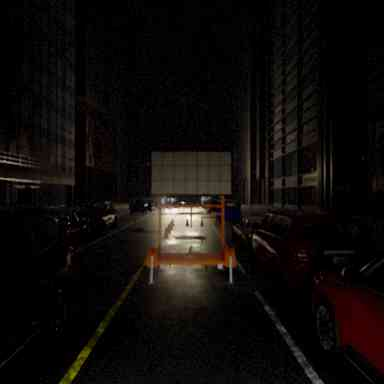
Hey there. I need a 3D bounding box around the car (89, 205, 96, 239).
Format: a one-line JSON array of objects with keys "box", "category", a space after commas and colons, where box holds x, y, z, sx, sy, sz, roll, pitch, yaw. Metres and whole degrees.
[{"box": [-5.788, 1.516, 14.145, 1.967, 1.590, 4.097, 0, 0, 0], "category": "car"}]

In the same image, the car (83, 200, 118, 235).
[{"box": [-5.799, 1.421, 19.755, 2.192, 1.841, 5.009, 0, 0, 0], "category": "car"}]

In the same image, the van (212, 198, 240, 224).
[{"box": [2.716, 1.477, 25.392, 1.690, 1.788, 3.998, 0, 0, 0], "category": "van"}]

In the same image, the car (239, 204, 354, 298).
[{"box": [2.747, 1.361, 8.565, 2.192, 1.841, 5.009, 0, 0, 0], "category": "car"}]

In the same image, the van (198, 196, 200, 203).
[{"box": [2.642, 1.693, 64.655, 1.690, 1.788, 3.998, 0, 0, 0], "category": "van"}]

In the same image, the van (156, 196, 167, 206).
[{"box": [-5.883, 1.693, 64.631, 1.690, 1.788, 3.998, 0, 0, 0], "category": "van"}]

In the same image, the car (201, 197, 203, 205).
[{"box": [2.674, 1.803, 47.827, 1.887, 1.381, 4.507, 0, 0, 0], "category": "car"}]

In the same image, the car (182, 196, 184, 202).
[{"box": [-3.167, 1.863, 89.754, 2.097, 1.767, 4.553, 0, 0, 0], "category": "car"}]

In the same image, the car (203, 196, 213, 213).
[{"box": [2.695, 1.511, 36.610, 2.192, 1.841, 5.009, 0, 0, 0], "category": "car"}]

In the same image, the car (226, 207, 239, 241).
[{"box": [2.736, 1.602, 14.343, 1.752, 1.417, 4.829, 0, 0, 0], "category": "car"}]

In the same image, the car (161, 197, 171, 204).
[{"box": [-5.904, 1.855, 75.849, 1.967, 1.590, 4.097, 0, 0, 0], "category": "car"}]

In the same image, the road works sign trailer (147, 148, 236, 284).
[{"box": [-0.018, 0.516, 9.734, 2.380, 3.560, 2.880, 0, 0, 0], "category": "road works sign trailer"}]

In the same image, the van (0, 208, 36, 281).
[{"box": [-5.778, 1.387, 8.536, 1.690, 1.788, 3.998, 0, 0, 0], "category": "van"}]

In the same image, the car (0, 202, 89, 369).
[{"box": [-3.107, 1.241, 3.646, 2.150, 2.045, 5.566, 0, 0, 0], "category": "car"}]

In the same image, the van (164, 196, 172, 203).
[{"box": [-5.914, 1.787, 81.459, 1.690, 1.788, 3.998, 0, 0, 0], "category": "van"}]

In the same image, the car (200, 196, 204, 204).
[{"box": [2.663, 1.729, 53.436, 1.967, 1.590, 4.097, 0, 0, 0], "category": "car"}]

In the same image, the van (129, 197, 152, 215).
[{"box": [-5.830, 1.538, 36.583, 1.690, 1.788, 3.998, 0, 0, 0], "category": "van"}]

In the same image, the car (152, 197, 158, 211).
[{"box": [-5.841, 1.542, 42.193, 2.192, 1.841, 5.009, 0, 0, 0], "category": "car"}]

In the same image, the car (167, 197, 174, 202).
[{"box": [-5.935, 2.039, 92.506, 1.752, 1.417, 4.829, 0, 0, 0], "category": "car"}]

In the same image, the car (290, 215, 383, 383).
[{"box": [2.758, 1.331, 2.955, 2.192, 1.841, 5.009, 0, 0, 0], "category": "car"}]

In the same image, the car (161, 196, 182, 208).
[{"box": [-3.106, 1.774, 51.988, 2.128, 1.511, 4.902, 0, 0, 0], "category": "car"}]
